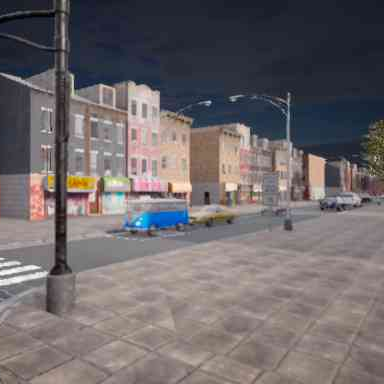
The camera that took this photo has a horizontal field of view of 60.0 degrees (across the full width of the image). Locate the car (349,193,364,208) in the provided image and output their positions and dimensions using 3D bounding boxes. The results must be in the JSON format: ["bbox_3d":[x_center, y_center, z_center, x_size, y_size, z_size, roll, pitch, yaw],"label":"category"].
[{"bbox_3d":[22.438,1.147,47.191,2.150,2.045,5.566,0,0,36],"label":"car"}]

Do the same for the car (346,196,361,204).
[{"bbox_3d":[30.799,1.444,63.409,1.887,1.381,4.507,0,0,36],"label":"car"}]

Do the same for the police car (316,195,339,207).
[{"bbox_3d":[20.084,1.332,49.076,1.930,1.638,5.238,0,0,36],"label":"police car"}]

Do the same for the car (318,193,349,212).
[{"bbox_3d":[16.548,1.283,38.885,2.097,1.767,4.553,0,0,35],"label":"car"}]

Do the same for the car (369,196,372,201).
[{"bbox_3d":[37.333,1.210,72.535,2.192,1.841,5.009,0,0,36],"label":"car"}]

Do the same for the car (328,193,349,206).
[{"bbox_3d":[24.135,1.132,54.687,2.150,2.045,5.566,0,0,36],"label":"car"}]

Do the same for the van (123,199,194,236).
[{"bbox_3d":[-1.863,1.277,17.776,1.690,1.788,3.998,0,0,36],"label":"van"}]

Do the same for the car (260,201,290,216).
[{"bbox_3d":[7.935,1.505,31.467,1.802,1.307,4.206,0,0,36],"label":"car"}]

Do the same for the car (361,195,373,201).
[{"bbox_3d":[40.598,1.476,77.099,1.802,1.307,4.206,0,0,36],"label":"car"}]

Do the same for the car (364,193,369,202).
[{"bbox_3d":[34.067,1.212,67.971,2.192,1.841,5.009,0,0,36],"label":"car"}]

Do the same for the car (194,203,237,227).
[{"bbox_3d":[1.304,1.457,22.202,1.752,1.417,4.829,0,0,36],"label":"car"}]
